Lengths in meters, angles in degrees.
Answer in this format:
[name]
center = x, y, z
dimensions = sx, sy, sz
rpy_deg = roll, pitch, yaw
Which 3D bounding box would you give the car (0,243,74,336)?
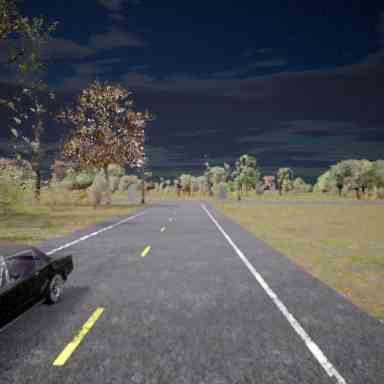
[car]
center = -3.600, 1.599, 5.310
dimensions = 1.895, 1.301, 4.718
rpy_deg = 0, 0, 0
